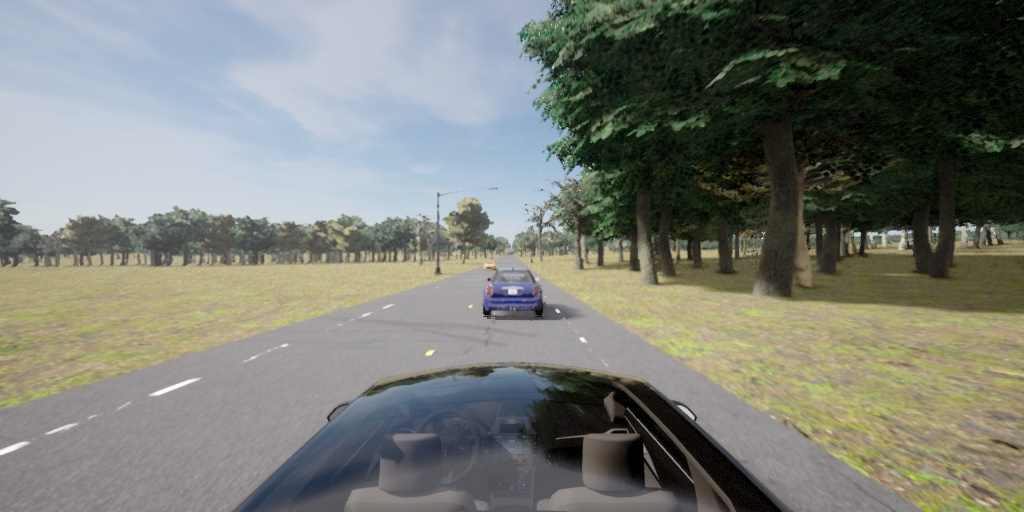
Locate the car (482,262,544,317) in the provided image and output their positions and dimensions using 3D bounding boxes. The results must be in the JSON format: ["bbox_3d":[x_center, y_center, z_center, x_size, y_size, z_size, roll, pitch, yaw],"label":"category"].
[{"bbox_3d":[0.049,1.228,14.023,2.097,1.767,4.553,0,-1,1],"label":"car"}]
